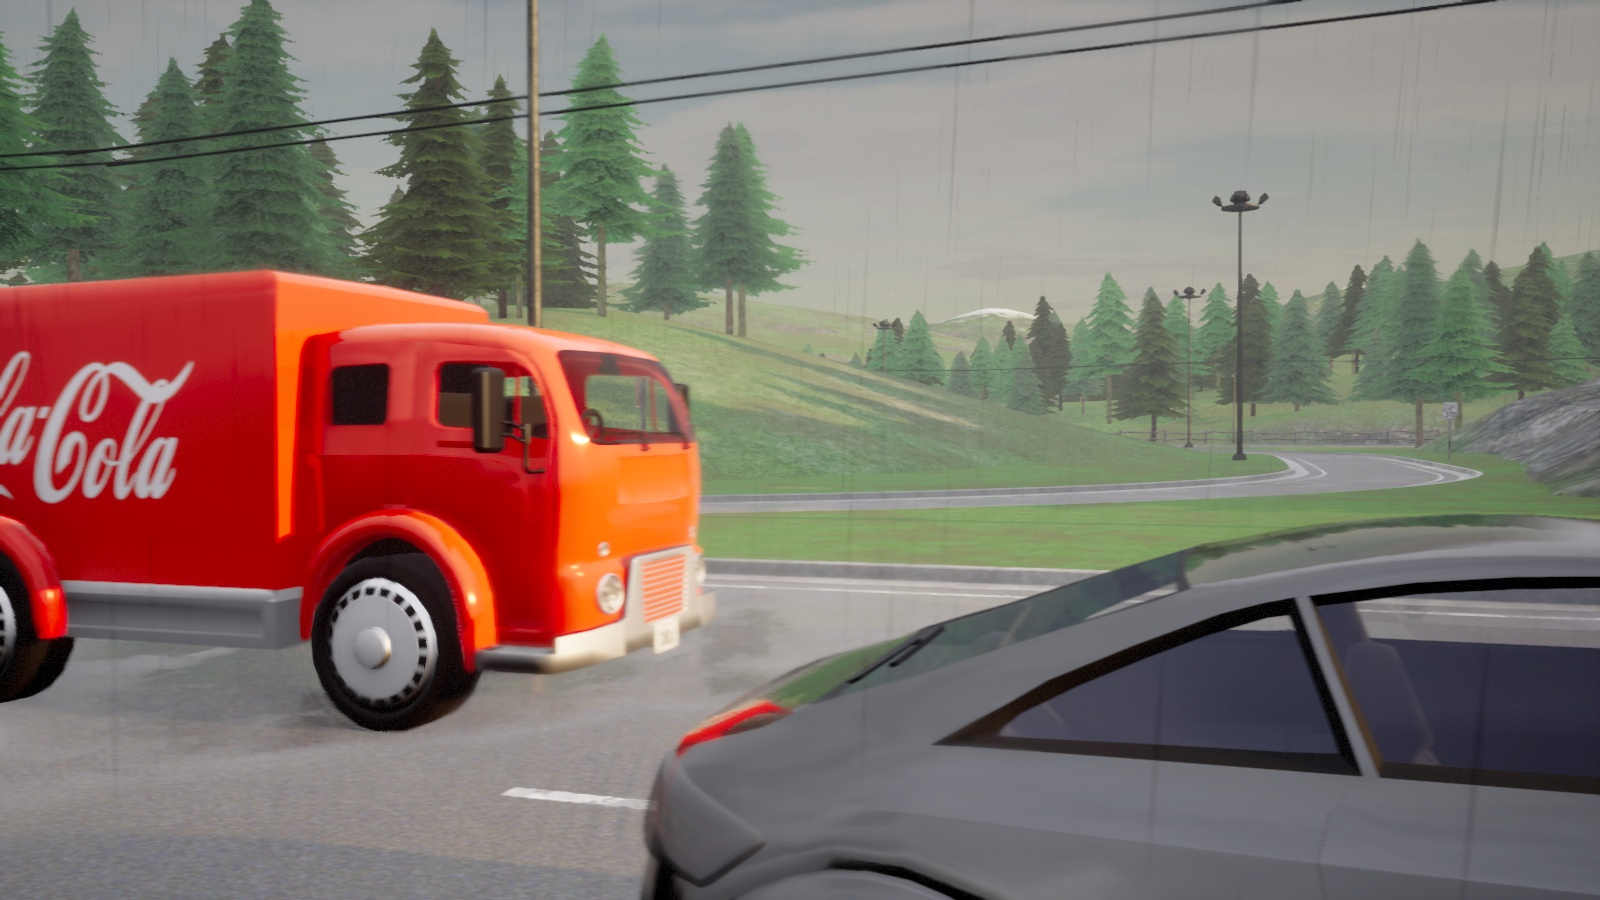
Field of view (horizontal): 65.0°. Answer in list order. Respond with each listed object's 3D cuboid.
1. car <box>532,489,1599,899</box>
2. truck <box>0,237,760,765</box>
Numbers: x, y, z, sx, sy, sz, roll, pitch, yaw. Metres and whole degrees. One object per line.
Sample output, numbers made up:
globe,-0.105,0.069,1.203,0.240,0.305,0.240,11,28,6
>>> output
car,1.806,0.856,2.586,4.181,1.385,1.994,1,1,19
truck,-3.155,0.201,7.940,5.204,2.467,2.627,1,1,19
